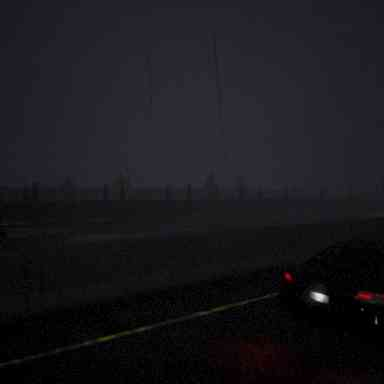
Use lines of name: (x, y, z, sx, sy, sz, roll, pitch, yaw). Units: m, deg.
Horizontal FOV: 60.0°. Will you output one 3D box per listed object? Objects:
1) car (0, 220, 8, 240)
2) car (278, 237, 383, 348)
car: (-10.091, 1.532, 13.953, 4.181, 1.385, 1.994, 0, 0, -36)
car: (3.557, 1.559, 6.185, 4.181, 1.385, 1.994, 0, 0, -35)
